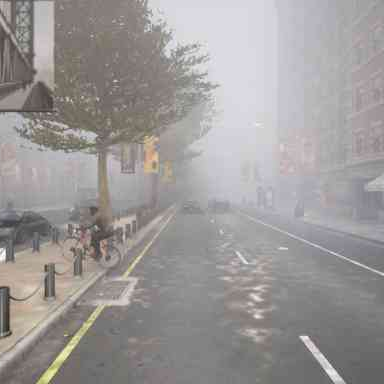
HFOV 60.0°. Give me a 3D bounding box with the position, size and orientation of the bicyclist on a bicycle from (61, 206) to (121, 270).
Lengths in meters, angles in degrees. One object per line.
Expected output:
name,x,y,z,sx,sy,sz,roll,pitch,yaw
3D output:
bicyclist on a bicycle,-2.612,1.201,8.884,1.656,1.620,0.582,13,5,0

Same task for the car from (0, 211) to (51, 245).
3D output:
car,-8.161,1.564,15.291,1.994,1.385,4.181,0,0,0

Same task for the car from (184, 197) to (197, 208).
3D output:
car,-0.188,1.526,48.070,1.812,1.442,4.674,0,0,1

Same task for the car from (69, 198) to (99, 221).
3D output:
car,-8.228,1.352,26.931,2.097,1.767,4.553,0,0,0

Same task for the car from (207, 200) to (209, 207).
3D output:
car,3.259,1.564,47.363,1.994,1.385,4.181,0,0,0

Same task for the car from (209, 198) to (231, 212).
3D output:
car,3.315,1.478,38.376,1.882,1.535,5.008,0,0,0

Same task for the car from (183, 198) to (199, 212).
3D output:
car,-0.121,1.601,38.966,1.895,1.301,4.718,0,0,0
